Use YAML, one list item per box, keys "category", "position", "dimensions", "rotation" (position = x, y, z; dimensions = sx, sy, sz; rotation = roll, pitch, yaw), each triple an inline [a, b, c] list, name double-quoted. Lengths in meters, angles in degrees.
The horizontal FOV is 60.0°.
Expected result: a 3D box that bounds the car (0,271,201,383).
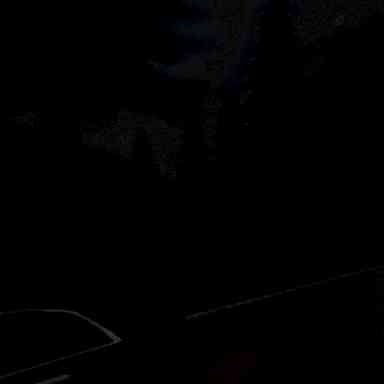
- category: "car"
  position: [-2.197, 1.505, 2.412]
  dimensions: [4.892, 1.490, 1.837]
  rotation: [0, 0, -35]
